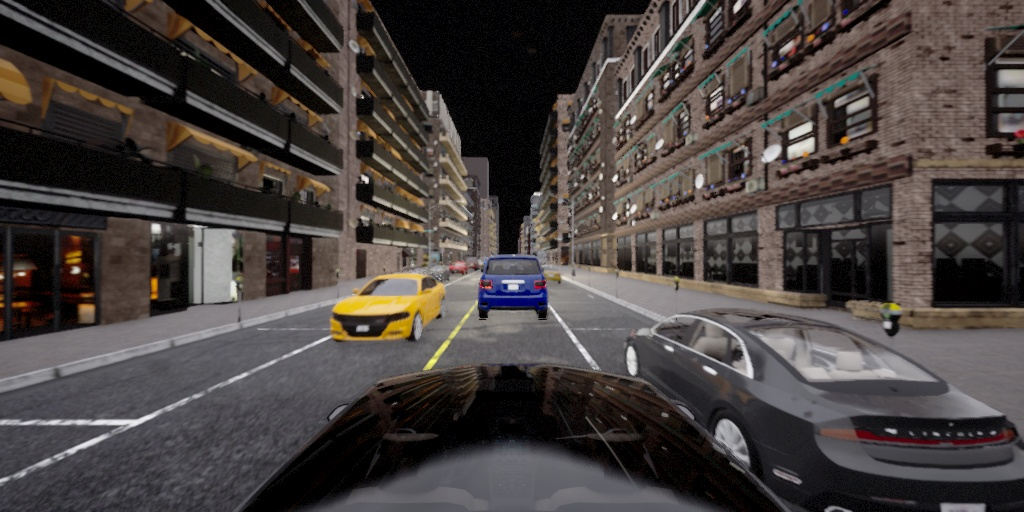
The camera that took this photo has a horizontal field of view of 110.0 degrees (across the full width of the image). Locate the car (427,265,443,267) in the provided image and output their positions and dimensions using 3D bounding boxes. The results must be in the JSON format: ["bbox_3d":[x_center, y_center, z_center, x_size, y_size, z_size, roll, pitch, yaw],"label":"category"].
[{"bbox_3d":[-5.689,1.314,21.236,2.007,1.370,4.403,0,0,0],"label":"car"}]

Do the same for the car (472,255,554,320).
[{"bbox_3d":[0.022,0.979,12.852,2.150,2.045,5.566,0,0,0],"label":"car"}]

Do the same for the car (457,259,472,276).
[{"bbox_3d":[-5.687,1.319,38.145,1.888,1.381,4.507,0,0,0],"label":"car"}]

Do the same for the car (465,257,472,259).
[{"bbox_3d":[-5.686,1.095,49.418,2.192,1.841,5.009,0,0,0],"label":"car"}]

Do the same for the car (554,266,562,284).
[{"bbox_3d":[2.693,1.292,27.037,1.751,1.417,4.829,0,0,0],"label":"car"}]

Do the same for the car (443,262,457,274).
[{"bbox_3d":[-5.689,1.317,26.873,2.007,1.370,4.403,0,0,0],"label":"car"}]

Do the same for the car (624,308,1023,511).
[{"bbox_3d":[2.689,1.302,4.322,2.007,1.370,4.403,0,0,0],"label":"car"}]

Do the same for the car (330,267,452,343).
[{"bbox_3d":[-3.099,1.233,9.940,1.882,1.535,5.008,0,0,0],"label":"car"}]
